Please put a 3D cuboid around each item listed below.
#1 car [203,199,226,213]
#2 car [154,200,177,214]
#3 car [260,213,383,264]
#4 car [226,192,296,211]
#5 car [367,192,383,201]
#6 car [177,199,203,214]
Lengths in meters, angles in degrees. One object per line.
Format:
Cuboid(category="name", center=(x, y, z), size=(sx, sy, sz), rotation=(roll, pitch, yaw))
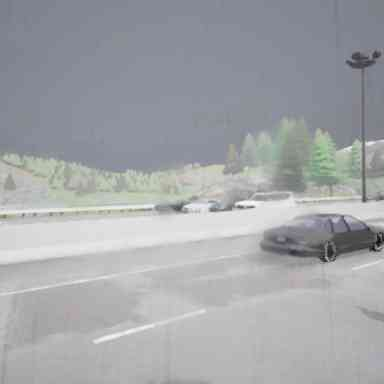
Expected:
Cuboid(category="car", center=(3.557, 1.158, 28.105), size=(4.553, 1.767, 2.097), rotation=(-1, 0, -36))
Cuboid(category="car", center=(-1.382, 1.437, 33.176), size=(4.718, 1.301, 1.895), rotation=(-1, 0, -36))
Cuboid(category="car", center=(4.710, 1.431, 11.447), size=(5.357, 1.411, 2.033), rotation=(-1, 0, -36))
Cuboid(category="car", center=(5.592, 1.018, 25.258), size=(5.566, 2.045, 2.150), rotation=(-1, 1, -36))
Cuboid(category="car", center=(31.801, 0.815, 56.946), size=(4.902, 1.511, 2.128), rotation=(-1, 0, -35))
Cuboid(category="car", center=(1.279, 1.344, 30.777), size=(4.674, 1.442, 1.812), rotation=(-1, 0, -36))
